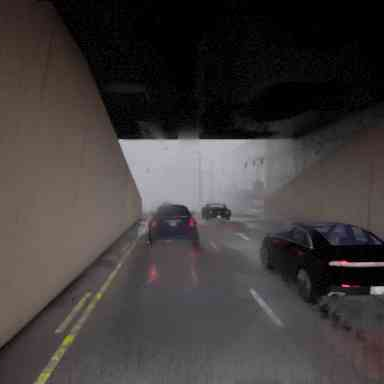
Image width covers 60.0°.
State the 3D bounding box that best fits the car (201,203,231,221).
[{"bbox_3d":[1.864,1.566,27.039,1.895,1.301,4.718,-1,0,-4],"label":"car"}]

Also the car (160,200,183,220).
[{"bbox_3d":[-1.808,1.523,29.116,1.812,1.442,4.674,-1,0,-4],"label":"car"}]

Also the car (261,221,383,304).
[{"bbox_3d":[3.060,1.458,8.074,2.128,1.511,4.902,-1,0,-3],"label":"car"}]

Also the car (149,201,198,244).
[{"bbox_3d":[-0.920,1.350,15.974,2.097,1.767,4.553,-1,0,-4],"label":"car"}]
